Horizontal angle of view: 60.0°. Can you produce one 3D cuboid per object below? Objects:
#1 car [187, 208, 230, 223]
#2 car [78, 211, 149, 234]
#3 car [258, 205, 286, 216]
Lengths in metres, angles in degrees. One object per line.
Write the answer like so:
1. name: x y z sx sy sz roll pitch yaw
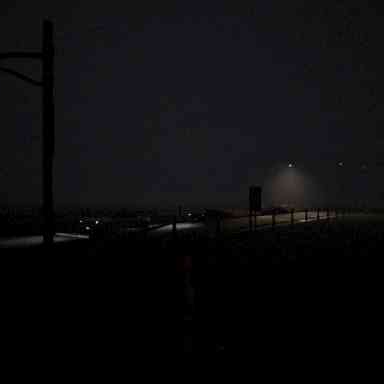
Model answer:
1. car: 1.614 2.138 30.992 1.895 1.301 4.718 0 -1 36
2. car: -5.012 1.920 21.770 1.895 1.301 4.718 0 -1 34
3. car: 10.525 2.379 43.186 2.033 1.411 5.357 0 -1 36
